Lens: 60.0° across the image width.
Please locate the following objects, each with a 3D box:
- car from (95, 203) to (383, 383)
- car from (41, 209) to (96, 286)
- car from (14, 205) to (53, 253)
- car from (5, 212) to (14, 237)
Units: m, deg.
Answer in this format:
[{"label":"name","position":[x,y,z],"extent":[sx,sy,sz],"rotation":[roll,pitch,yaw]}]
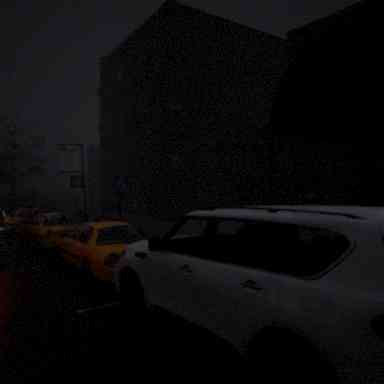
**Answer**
[{"label":"car","position":[0.825,1.194,4.843],"extent":[2.435,2.045,5.566],"rotation":[-1,0,-36]},{"label":"car","position":[-2.600,1.469,9.534],"extent":[1.946,1.575,5.366],"rotation":[-1,0,-36]},{"label":"car","position":[-5.862,1.494,13.993],"extent":[1.946,1.575,5.366],"rotation":[-1,0,-36]},{"label":"car","position":[-9.115,1.522,18.456],"extent":[1.946,1.575,5.366],"rotation":[-1,0,-36]}]
